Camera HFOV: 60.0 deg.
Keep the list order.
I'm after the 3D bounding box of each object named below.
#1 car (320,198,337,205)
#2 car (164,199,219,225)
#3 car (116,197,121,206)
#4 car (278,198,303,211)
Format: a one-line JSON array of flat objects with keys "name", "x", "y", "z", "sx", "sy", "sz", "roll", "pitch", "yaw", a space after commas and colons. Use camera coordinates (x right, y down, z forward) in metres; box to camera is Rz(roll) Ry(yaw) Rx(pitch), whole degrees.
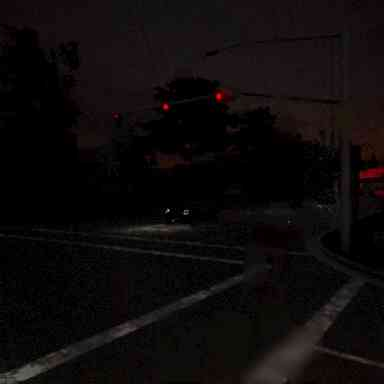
[{"name": "car", "x": 22.991, "y": 1.615, "z": 56.138, "sx": 1.895, "sy": 1.301, "sz": 4.718, "roll": 0, "pitch": 0, "yaw": 35}, {"name": "car", "x": 0.051, "y": 1.334, "z": 23.731, "sx": 2.097, "sy": 1.767, "sz": 4.553, "roll": 0, "pitch": 0, "yaw": 35}, {"name": "car", "x": -7.701, "y": 1.130, "z": 41.889, "sx": 3.806, "sy": 1.475, "sz": 1.970, "roll": 0, "pitch": 0, "yaw": 36}, {"name": "car", "x": 12.135, "y": 1.456, "z": 40.885, "sx": 2.128, "sy": 1.511, "sz": 4.902, "roll": 0, "pitch": 0, "yaw": 35}]
